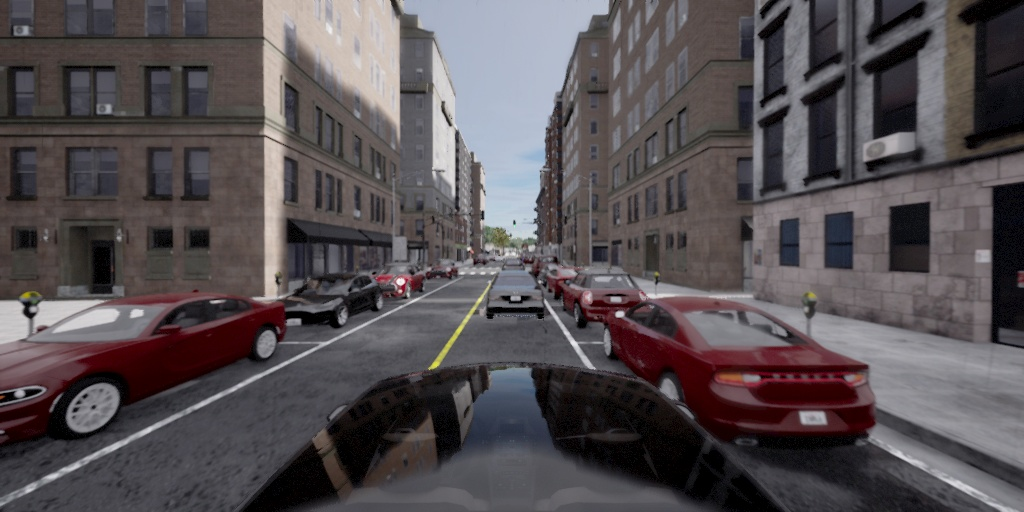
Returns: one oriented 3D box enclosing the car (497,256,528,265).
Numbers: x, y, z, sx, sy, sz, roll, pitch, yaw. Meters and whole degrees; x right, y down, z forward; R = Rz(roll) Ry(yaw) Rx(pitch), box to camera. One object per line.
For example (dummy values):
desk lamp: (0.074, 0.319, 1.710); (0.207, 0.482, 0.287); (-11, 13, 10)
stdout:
car: (0.066, 1.008, 29.651); (2.128, 1.511, 4.902); (0, 0, -1)

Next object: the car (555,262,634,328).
car: (2.638, 1.112, 11.055); (1.967, 1.591, 4.097); (0, 0, 0)

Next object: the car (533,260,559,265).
car: (2.638, 1.127, 22.419); (2.007, 1.370, 4.403); (0, 0, 0)

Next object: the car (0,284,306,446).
car: (-5.387, 1.264, 5.373); (1.888, 1.381, 4.507); (0, 0, 0)

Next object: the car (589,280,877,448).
car: (2.638, 1.264, 5.373); (1.888, 1.381, 4.507); (0, 0, 0)

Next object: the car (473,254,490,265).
car: (-5.417, 0.569, 60.659); (2.192, 1.841, 5.009); (0, 0, 0)

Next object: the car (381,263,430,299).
car: (-5.387, 1.064, 16.737); (1.967, 1.591, 4.097); (0, 0, 0)

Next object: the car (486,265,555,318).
car: (0.102, 1.208, 12.516); (2.033, 1.411, 5.357); (0, 1, 0)

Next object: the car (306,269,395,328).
car: (-5.387, 1.238, 11.055); (1.948, 1.339, 4.313); (0, 0, 0)

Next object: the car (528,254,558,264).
car: (2.638, 0.844, 28.101); (2.192, 1.841, 5.009); (0, 0, 0)

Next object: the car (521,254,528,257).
car: (2.702, 0.616, 55.157); (2.192, 1.841, 5.009); (0, 0, 0)

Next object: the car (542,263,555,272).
car: (2.638, 1.169, 16.737); (1.888, 1.381, 4.507); (0, 0, 0)

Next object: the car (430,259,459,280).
car: (-5.387, 0.969, 28.101); (1.967, 1.591, 4.097); (0, 0, 0)
